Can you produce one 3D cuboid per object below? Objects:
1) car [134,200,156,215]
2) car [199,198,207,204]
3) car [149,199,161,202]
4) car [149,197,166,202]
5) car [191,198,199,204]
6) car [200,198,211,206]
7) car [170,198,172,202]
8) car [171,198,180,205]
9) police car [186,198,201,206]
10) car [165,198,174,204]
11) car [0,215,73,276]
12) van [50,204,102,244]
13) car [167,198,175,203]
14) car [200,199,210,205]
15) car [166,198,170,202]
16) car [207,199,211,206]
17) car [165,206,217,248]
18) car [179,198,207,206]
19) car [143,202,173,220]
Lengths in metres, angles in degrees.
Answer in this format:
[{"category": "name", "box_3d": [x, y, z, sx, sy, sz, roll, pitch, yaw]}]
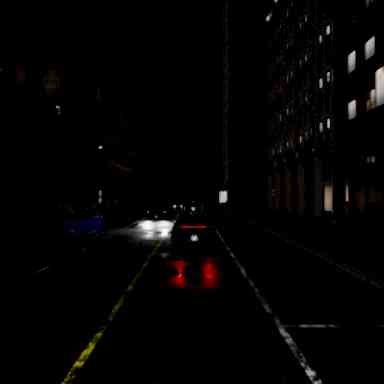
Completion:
[{"category": "car", "box_3d": [-5.677, 1.907, 38.957, 1.802, 1.307, 4.206, 0, 0, 0]}, {"category": "car", "box_3d": [2.719, 2.296, 84.142, 1.947, 1.339, 4.313, 0, -1, 0]}, {"category": "car", "box_3d": [-5.675, 1.957, 44.606, 1.802, 1.307, 4.206, 0, -1, 0]}, {"category": "car", "box_3d": [-5.674, 1.740, 50.257, 2.192, 1.841, 5.009, 0, -1, 0]}, {"category": "car", "box_3d": [0.810, 2.219, 82.375, 1.837, 1.490, 4.892, 0, -1, 1]}, {"category": "car", "box_3d": [2.713, 2.016, 67.197, 1.967, 1.590, 4.097, 0, -1, 0]}, {"category": "car", "box_3d": [-5.666, 2.177, 72.847, 2.008, 1.369, 4.403, 0, -1, 0]}, {"category": "car", "box_3d": [-2.975, 2.145, 72.938, 1.812, 1.442, 4.674, 0, -1, 0]}, {"category": "police car", "box_3d": [0.273, 2.047, 72.345, 1.930, 1.638, 5.238, 0, -1, -18]}, {"category": "car", "box_3d": [-5.662, 2.296, 84.144, 1.947, 1.339, 4.313, 0, -1, 0]}, {"category": "car", "box_3d": [-5.687, 1.655, 10.716, 1.947, 1.339, 4.313, 0, 0, 0]}, {"category": "van", "box_3d": [-5.684, 1.477, 16.367, 1.690, 1.788, 3.998, 0, 0, 0]}, {"category": "car", "box_3d": [-5.660, 2.306, 89.623, 1.752, 1.417, 4.829, 0, -1, 0]}, {"category": "car", "box_3d": [2.715, 2.178, 72.845, 2.008, 1.369, 4.403, 0, -1, 0]}, {"category": "car", "box_3d": [-5.669, 1.966, 61.553, 1.967, 1.590, 4.097, 0, -1, 0]}, {"category": "car", "box_3d": [2.711, 2.053, 61.719, 1.752, 1.417, 4.829, 0, -1, 0]}, {"category": "car", "box_3d": [0.099, 1.620, 15.448, 2.128, 1.511, 4.902, 0, 0, 0]}, {"category": "car", "box_3d": [0.107, 1.620, 32.359, 2.097, 1.767, 4.553, 0, 0, 0]}, {"category": "car", "box_3d": [-3.088, 1.858, 31.045, 1.895, 1.301, 4.718, 0, 0, 0]}]
